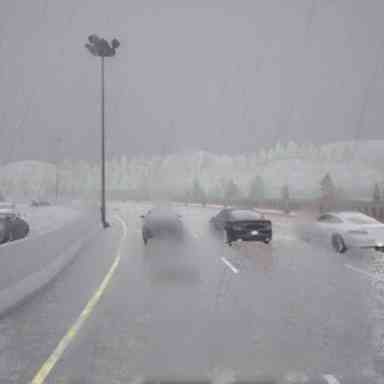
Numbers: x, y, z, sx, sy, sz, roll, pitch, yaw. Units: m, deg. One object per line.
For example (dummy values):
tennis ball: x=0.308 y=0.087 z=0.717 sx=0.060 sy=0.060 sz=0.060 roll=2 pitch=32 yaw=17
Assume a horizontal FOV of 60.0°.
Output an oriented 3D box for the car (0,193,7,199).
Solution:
car: x=-36.734 y=1.222 z=62.682 sx=2.150 sy=2.045 sz=5.566 roll=0 pitch=0 yaw=-44

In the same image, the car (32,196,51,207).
car: x=-23.632 y=1.440 z=52.108 sx=2.097 sy=1.767 sz=4.553 roll=0 pitch=0 yaw=-34

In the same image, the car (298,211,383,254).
car: x=5.974 y=1.501 z=13.384 sx=1.812 sy=1.442 sz=4.674 roll=0 pitch=0 yaw=-8

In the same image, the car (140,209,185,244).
car: x=-1.459 y=1.530 z=15.943 sx=1.812 sy=1.442 sz=4.674 roll=0 pitch=0 yaw=-9

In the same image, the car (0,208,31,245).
car: x=-8.479 y=1.596 z=14.253 sx=1.994 sy=1.385 sz=4.181 roll=0 pitch=0 yaw=-10

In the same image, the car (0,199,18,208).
car: x=-15.029 y=1.583 z=26.603 sx=1.812 sy=1.442 sz=4.674 roll=0 pitch=0 yaw=-19

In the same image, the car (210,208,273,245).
car: x=2.118 y=1.468 z=15.604 sx=1.882 sy=1.535 sz=5.008 roll=0 pitch=0 yaw=-8
